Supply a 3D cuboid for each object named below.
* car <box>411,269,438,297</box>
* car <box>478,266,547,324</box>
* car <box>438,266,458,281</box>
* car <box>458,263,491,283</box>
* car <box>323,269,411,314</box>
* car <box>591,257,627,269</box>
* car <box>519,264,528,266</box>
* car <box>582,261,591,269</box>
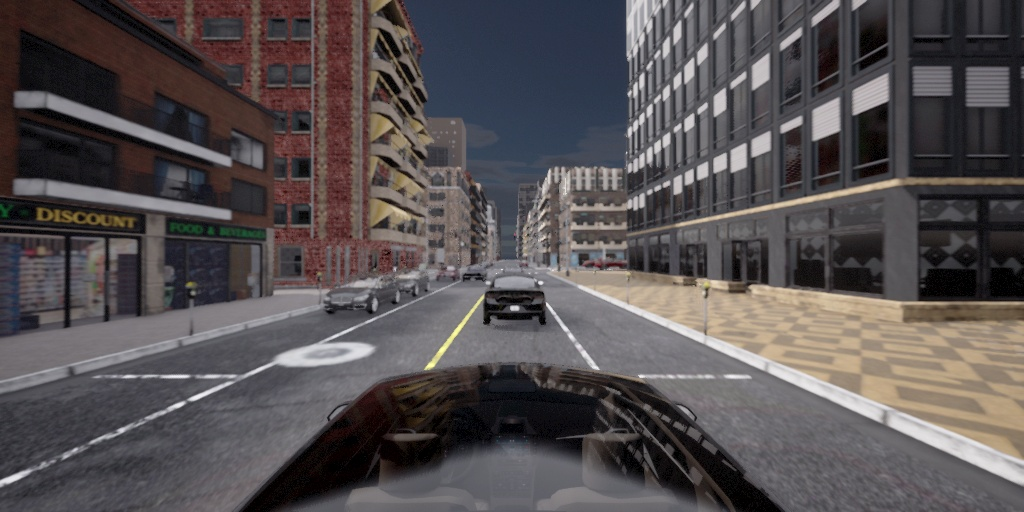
[{"bbox_3d":[-5.688,1.416,19.757,2.007,1.370,4.403,0,0,0],"label":"car"},{"bbox_3d":[0.085,1.295,12.346,1.882,1.535,5.008,0,0,0],"label":"car"},{"bbox_3d":[-5.738,1.532,32.674,1.802,1.307,4.207,0,0,0],"label":"car"},{"bbox_3d":[-3.091,1.536,30.398,1.895,1.301,4.718,0,0,0],"label":"car"},{"bbox_3d":[-5.690,1.380,14.109,2.007,1.370,4.403,0,0,0],"label":"car"},{"bbox_3d":[14.714,1.109,52.654,5.009,1.841,2.192,0,0,0],"label":"car"},{"bbox_3d":[0.093,1.526,28.921,1.895,1.301,4.718,0,0,0],"label":"car"},{"bbox_3d":[14.580,1.149,61.033,5.009,1.841,2.192,0,0,0],"label":"car"}]
